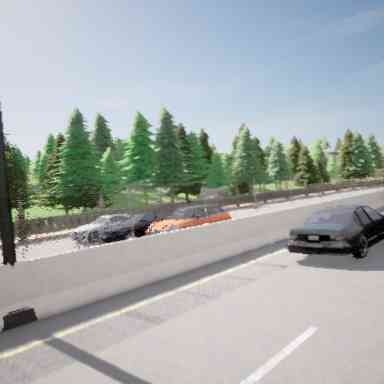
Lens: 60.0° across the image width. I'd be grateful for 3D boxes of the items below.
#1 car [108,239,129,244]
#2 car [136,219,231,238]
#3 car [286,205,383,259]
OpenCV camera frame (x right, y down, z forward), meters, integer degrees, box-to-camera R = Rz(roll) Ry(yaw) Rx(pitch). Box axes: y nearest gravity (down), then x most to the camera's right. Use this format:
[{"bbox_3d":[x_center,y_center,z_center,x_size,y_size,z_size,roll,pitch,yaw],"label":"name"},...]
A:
[{"bbox_3d":[-2.644,1.837,18.278,1.882,1.535,5.008,-6,0,44],"label":"car"},{"bbox_3d":[-0.095,1.458,15.905,2.097,1.767,4.553,-6,0,44],"label":"car"},{"bbox_3d":[5.048,1.143,10.875,2.033,1.411,5.357,-6,0,44],"label":"car"}]
